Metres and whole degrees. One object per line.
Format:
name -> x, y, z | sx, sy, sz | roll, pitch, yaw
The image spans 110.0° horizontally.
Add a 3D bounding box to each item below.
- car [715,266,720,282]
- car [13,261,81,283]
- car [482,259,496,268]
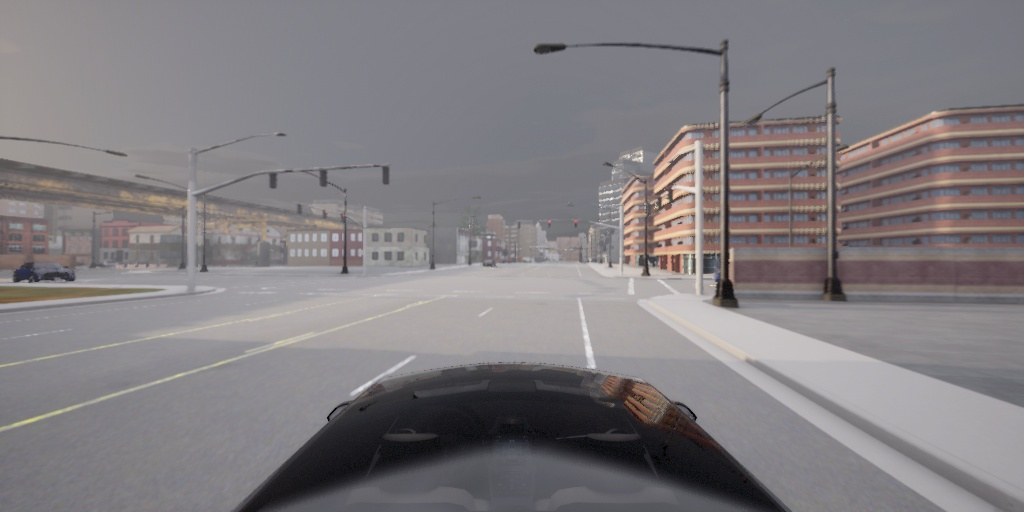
car -> 17.084, 1.238, 24.640 | 5.566, 2.045, 2.150 | 0, 0, 8
car -> -37.416, 1.197, 28.714 | 4.553, 1.767, 2.097 | -1, -1, 22
car -> -4.117, 1.356, 65.204 | 1.837, 1.490, 4.892 | 0, 1, 10
